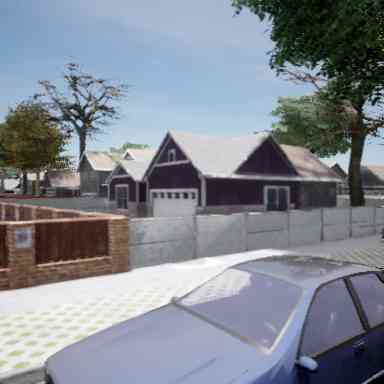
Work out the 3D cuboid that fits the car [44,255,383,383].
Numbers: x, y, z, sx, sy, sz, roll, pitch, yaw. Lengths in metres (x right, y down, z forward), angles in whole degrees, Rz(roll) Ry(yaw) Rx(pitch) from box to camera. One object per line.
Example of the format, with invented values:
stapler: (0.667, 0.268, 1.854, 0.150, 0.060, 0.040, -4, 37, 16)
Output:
car: (1.172, 1.545, 3.907, 5.357, 1.411, 2.033, 0, 0, -35)
